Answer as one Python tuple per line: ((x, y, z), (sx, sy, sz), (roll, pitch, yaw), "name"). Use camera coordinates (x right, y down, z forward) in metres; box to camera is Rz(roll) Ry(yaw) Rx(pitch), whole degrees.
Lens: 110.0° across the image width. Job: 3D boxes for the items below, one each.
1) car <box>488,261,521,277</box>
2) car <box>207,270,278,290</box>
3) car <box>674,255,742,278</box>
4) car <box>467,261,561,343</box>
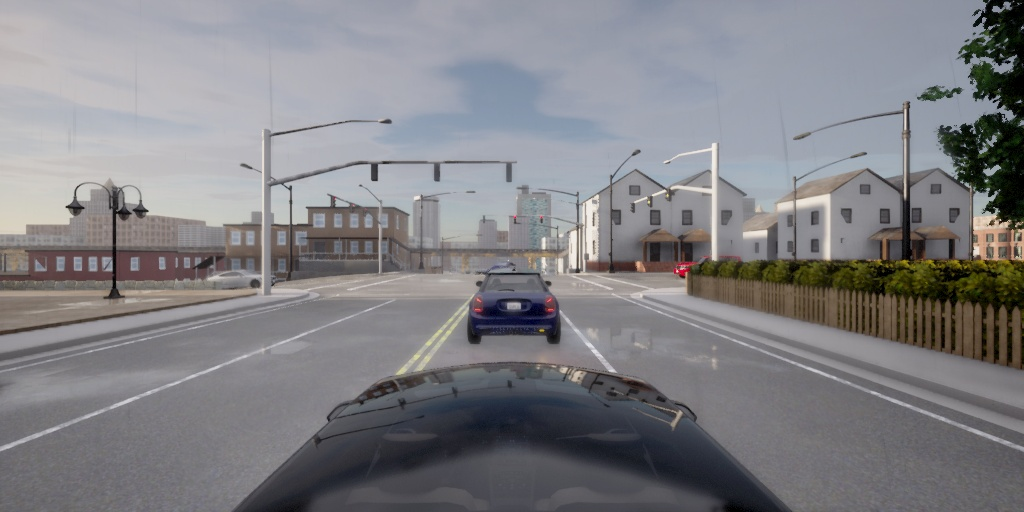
((-0.682, 1.240, 35.639), (1.812, 1.442, 4.674), (1, 0, 19), "car")
((-20.082, 1.768, 26.668), (4.674, 1.442, 1.812), (-4, 0, -1), "car")
((17.030, 0.971, 30.987), (5.566, 2.045, 2.150), (0, 0, -1), "car")
((0.052, 1.102, 9.862), (2.097, 1.767, 4.553), (0, 0, 0), "car")
